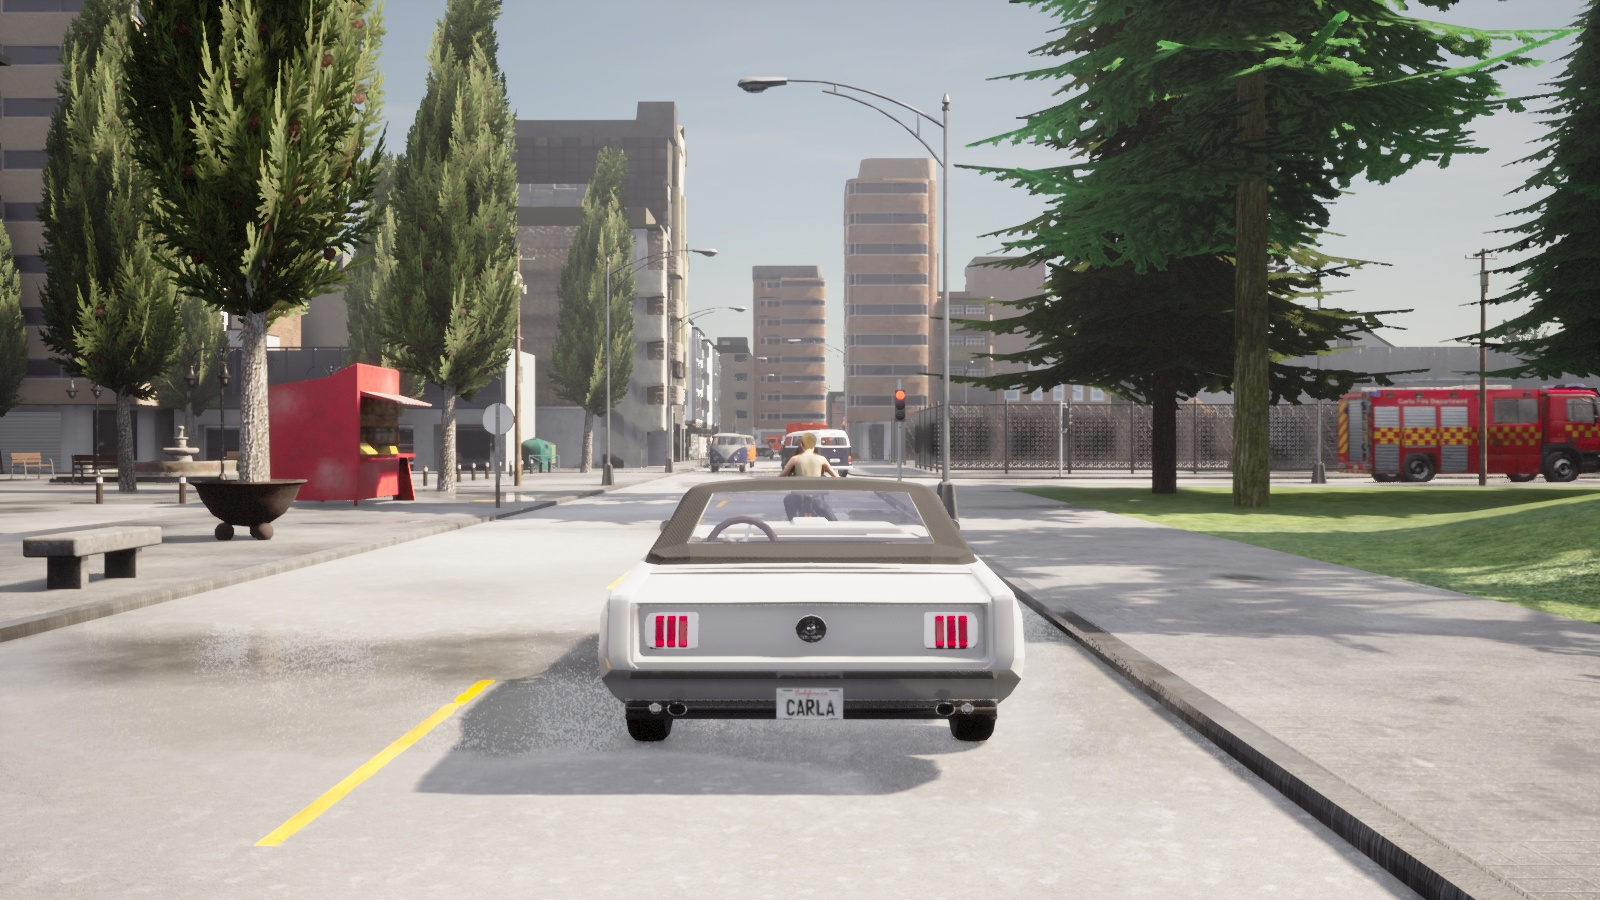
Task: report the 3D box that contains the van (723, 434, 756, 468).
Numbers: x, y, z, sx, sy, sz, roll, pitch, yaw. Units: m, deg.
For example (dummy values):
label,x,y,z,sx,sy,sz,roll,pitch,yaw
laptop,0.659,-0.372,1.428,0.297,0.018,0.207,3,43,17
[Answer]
label,x,y,z,sx,sy,sz,roll,pitch,yaw
van,-3.630,0.067,76.059,1.775,1.987,4.442,0,0,0

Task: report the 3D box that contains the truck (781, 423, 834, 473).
label,x,y,z,sx,sy,sz,roll,pitch,yaw
truck,0.331,-0.103,64.214,2.627,2.467,5.204,0,0,-1

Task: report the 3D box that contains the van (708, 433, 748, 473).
label,x,y,z,sx,sy,sz,roll,pitch,yaw
van,-3.679,0.132,64.747,1.775,1.987,4.442,0,0,0

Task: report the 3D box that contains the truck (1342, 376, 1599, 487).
label,x,y,z,sx,sy,sz,roll,pitch,yaw
truck,24.357,-0.653,45.143,8.468,3.827,2.891,0,0,0

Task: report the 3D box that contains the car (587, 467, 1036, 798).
label,x,y,z,sx,sy,sz,roll,pitch,yaw
car,0.060,0.804,7.653,1.895,1.301,4.718,0,0,0

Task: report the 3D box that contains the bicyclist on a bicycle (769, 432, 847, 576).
label,x,y,z,sx,sy,sz,roll,pitch,yaw
bicyclist on a bicycle,0.096,0.600,14.757,0.866,1.612,1.509,0,0,1

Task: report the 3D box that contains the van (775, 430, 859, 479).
label,x,y,z,sx,sy,sz,roll,pitch,yaw
van,0.672,0.165,53.992,2.069,2.038,4.480,0,0,-21
